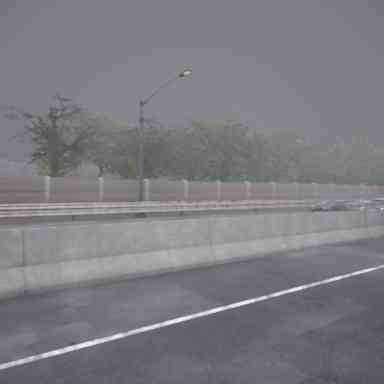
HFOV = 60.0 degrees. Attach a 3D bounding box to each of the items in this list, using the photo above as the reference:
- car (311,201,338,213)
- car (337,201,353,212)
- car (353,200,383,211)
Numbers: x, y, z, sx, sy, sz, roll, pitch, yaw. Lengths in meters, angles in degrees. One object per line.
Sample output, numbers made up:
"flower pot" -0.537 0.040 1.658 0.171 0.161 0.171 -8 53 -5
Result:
"car" 15.364 1.654 36.441 5.357 1.411 2.033 0 0 -35
"car" 17.392 1.654 33.591 5.357 1.411 2.033 0 0 -35
"car" 16.282 1.445 28.499 4.553 1.767 2.097 0 0 -35
